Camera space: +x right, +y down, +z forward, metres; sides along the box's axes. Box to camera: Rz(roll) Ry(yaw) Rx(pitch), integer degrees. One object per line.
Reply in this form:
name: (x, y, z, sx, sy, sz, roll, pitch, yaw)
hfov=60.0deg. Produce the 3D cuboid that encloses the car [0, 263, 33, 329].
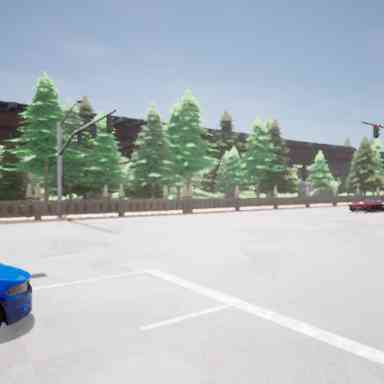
car: (-4.935, 1.487, 4.550, 5.008, 1.535, 1.882, 0, 0, -35)

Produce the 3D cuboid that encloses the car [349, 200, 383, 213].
car: (18.127, 1.457, 34.207, 4.718, 1.301, 1.895, 0, 0, -36)
